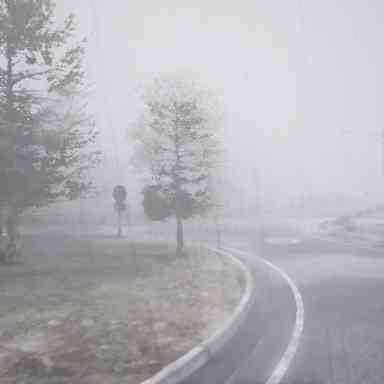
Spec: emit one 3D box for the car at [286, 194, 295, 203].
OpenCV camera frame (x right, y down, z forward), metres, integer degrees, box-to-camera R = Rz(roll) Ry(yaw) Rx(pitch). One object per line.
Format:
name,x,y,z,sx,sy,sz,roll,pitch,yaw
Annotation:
car,18.958,1.635,71.484,5.366,1.575,1.946,-2,-2,41

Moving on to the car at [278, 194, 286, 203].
car,15.330,1.321,67.065,5.566,2.045,2.435,-2,-1,41

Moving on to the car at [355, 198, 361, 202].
car,29.516,1.244,64.680,4.553,1.767,2.185,-2,-2,41

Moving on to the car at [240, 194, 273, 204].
car,11.731,1.295,62.955,5.566,2.045,2.435,-2,-1,41

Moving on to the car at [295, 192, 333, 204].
car,19.488,1.124,53.282,4.553,1.767,2.185,-2,-1,41

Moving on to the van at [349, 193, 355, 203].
van,27.440,1.108,62.464,4.442,1.987,1.878,-2,-2,41

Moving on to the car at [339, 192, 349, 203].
car,23.410,1.021,57.762,5.566,2.045,2.435,-2,-2,41

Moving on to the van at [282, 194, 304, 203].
van,22.797,1.490,75.377,4.442,1.987,1.878,-2,-2,41

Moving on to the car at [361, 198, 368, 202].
car,31.611,1.410,66.720,5.366,1.575,1.946,-2,-2,41

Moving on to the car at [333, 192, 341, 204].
car,21.509,1.260,55.546,5.008,1.535,2.097,-2,-1,41

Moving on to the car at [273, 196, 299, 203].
car,20.721,1.673,73.477,5.366,1.575,1.946,-2,-2,41

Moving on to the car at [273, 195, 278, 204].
car,13.477,1.559,64.974,4.892,1.521,2.231,-2,-1,41
